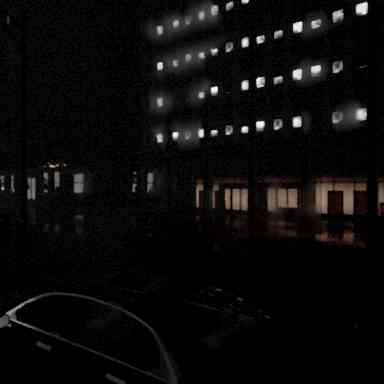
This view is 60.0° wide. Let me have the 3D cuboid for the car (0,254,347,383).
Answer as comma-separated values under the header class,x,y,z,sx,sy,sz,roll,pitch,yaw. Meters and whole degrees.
class,x,y,z,sx,sy,sz,roll,pitch,yaw
car,-0.779,1.500,3.443,4.403,1.369,2.008,1,0,35
